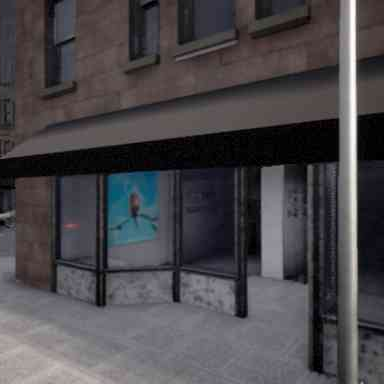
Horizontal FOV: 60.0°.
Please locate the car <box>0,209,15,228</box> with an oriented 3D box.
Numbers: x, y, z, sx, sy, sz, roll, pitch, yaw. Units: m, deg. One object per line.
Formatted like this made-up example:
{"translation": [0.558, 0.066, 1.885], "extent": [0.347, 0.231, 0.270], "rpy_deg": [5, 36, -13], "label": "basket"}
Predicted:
{"translation": [-11.414, 1.648, 22.907], "extent": [1.947, 1.339, 4.313], "rpy_deg": [0, 0, 35], "label": "car"}
